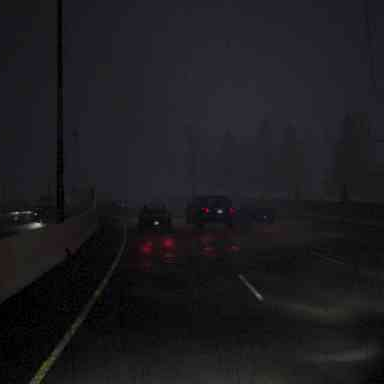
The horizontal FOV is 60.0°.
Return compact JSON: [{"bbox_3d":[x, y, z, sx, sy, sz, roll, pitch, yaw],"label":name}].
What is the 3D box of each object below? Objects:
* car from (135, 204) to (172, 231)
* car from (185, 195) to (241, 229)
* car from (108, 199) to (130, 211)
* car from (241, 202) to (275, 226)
[{"bbox_3d":[-2.411,1.481,20.611,2.128,1.511,4.902,0,0,-11],"label":"car"},{"bbox_3d":[1.025,1.200,21.469,2.150,2.045,5.566,0,0,-12],"label":"car"},{"bbox_3d":[-9.002,1.535,40.896,2.033,1.411,5.357,0,0,-24],"label":"car"},{"bbox_3d":[4.093,1.446,23.619,1.882,1.535,5.008,0,0,-13],"label":"car"}]
